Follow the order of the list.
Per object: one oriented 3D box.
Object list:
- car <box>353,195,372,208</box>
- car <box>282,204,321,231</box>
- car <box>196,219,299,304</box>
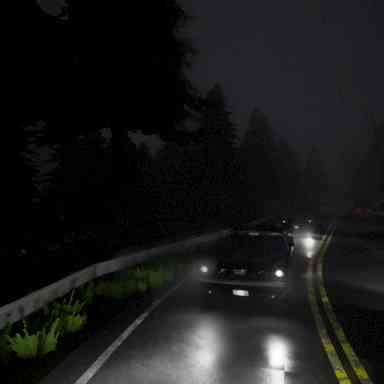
[{"bbox_3d":[20.676,1.054,40.225,2.128,1.511,4.902,-2,0,28],"label":"car"},{"bbox_3d":[6.695,1.458,20.062,2.033,1.411,5.357,-2,0,26],"label":"car"},{"bbox_3d":[1.599,1.598,8.428,1.895,1.301,4.718,-1,0,18],"label":"car"}]
